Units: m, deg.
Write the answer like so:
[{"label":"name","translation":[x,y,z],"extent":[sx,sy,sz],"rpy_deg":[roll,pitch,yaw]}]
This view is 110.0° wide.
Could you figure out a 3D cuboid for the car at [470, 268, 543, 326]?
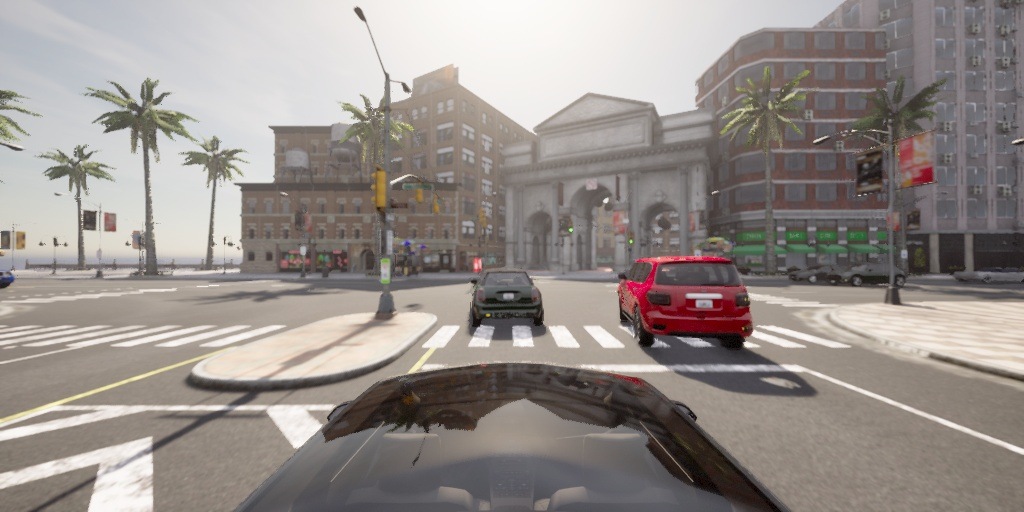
[{"label":"car","translation":[-0.342,1.193,12.333],"extent":[2.097,1.767,4.553],"rpy_deg":[0,-1,-7]}]

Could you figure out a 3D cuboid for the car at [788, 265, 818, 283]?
[{"label":"car","translation":[25.960,1.496,30.066],"extent":[4.892,1.490,1.837],"rpy_deg":[-1,-1,0]}]

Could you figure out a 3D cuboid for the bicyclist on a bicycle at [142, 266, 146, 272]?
[{"label":"bicyclist on a bicycle","translation":[-38.385,1.368,37.921],"extent":[0.582,1.620,1.656],"rpy_deg":[0,0,0]}]

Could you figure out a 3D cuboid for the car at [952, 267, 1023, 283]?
[{"label":"car","translation":[39.983,1.591,29.721],"extent":[4.718,1.301,1.895],"rpy_deg":[0,-1,4]}]

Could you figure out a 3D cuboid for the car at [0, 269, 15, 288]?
[{"label":"car","translation":[-36.334,1.164,23.432],"extent":[5.566,2.045,2.150],"rpy_deg":[0,0,1]}]

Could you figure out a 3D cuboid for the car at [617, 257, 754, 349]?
[{"label":"car","translation":[4.201,1.041,9.627],"extent":[2.150,2.045,5.566],"rpy_deg":[0,0,10]}]

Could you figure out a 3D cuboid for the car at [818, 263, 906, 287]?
[{"label":"car","translation":[26.035,1.316,26.555],"extent":[4.553,1.767,2.097],"rpy_deg":[0,0,1]}]
